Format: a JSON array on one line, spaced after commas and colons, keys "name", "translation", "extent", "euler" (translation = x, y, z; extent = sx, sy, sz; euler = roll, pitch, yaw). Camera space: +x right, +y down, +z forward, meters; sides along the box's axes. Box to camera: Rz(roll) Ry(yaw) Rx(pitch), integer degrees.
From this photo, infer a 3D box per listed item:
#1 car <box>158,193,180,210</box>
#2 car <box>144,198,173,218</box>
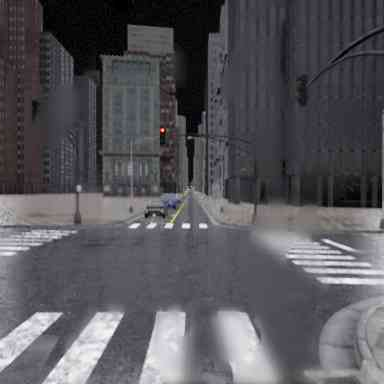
[{"name": "car", "translation": [-3.150, 1.217, 43.469], "extent": [2.150, 2.045, 5.566], "euler": [0, 0, 0]}, {"name": "car", "translation": [-3.139, 1.545, 30.197], "extent": [2.033, 1.411, 5.357], "euler": [0, 0, 0]}]
